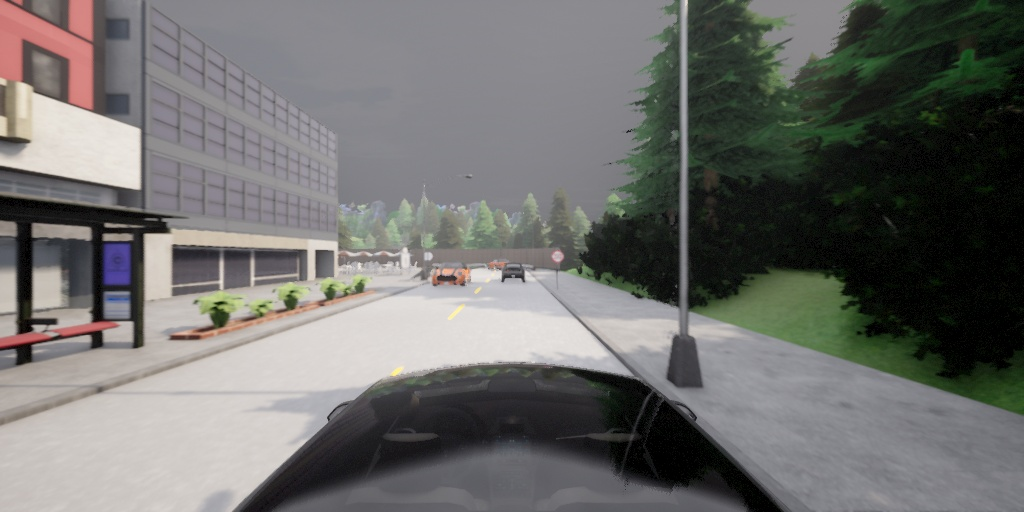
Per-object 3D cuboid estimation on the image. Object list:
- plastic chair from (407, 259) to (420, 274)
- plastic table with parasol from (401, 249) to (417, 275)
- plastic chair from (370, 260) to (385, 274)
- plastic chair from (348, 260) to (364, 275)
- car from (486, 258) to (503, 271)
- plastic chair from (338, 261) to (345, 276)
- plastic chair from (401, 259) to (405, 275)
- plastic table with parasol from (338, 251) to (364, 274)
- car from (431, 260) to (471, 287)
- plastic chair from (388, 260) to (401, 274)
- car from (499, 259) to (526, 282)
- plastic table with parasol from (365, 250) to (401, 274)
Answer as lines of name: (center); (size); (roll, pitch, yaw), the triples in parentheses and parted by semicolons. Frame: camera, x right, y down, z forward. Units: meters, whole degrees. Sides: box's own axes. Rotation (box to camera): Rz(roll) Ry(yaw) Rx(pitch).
plastic chair: (-12.118, 1.288, 44.019); (0.730, 1.272, 0.750); (0, 0, 0)
plastic table with parasol: (-13.368, 0.684, 44.169); (2.482, 2.480, 2.482); (0, 0, 0)
plastic chair: (-14.248, 1.287, 38.029); (0.750, 1.272, 0.730); (0, 0, 0)
plastic chair: (-15.887, 1.286, 36.549); (0.730, 1.272, 0.750); (0, 0, 0)
car: (-1.930, 1.114, 50.116); (2.097, 1.767, 4.553); (0, 0, -24)
plastic chair: (-17.297, 1.286, 35.389); (0.750, 1.272, 0.730); (0, 0, 0)
plastic chair: (-13.528, 1.288, 42.859); (0.750, 1.272, 0.730); (0, 0, 0)
plastic table with parasol: (-17.147, 0.682, 36.669); (2.482, 2.480, 2.482); (0, 0, 0)
car: (-4.046, 1.106, 24.516); (2.097, 1.767, 4.553); (0, 0, 1)
plastic chair: (-12.838, 1.287, 39.189); (0.730, 1.272, 0.750); (0, 0, 0)
car: (0.102, 1.263, 29.532); (1.837, 1.490, 4.892); (0, 0, 0)
plastic table with parasol: (-14.088, 0.683, 39.309); (2.482, 2.480, 2.482); (0, 0, 0)
